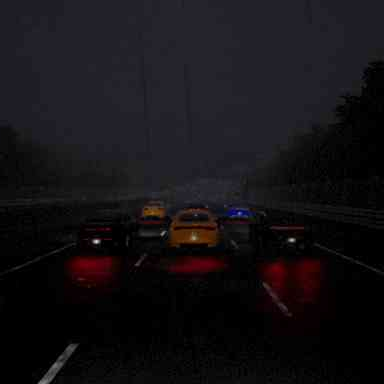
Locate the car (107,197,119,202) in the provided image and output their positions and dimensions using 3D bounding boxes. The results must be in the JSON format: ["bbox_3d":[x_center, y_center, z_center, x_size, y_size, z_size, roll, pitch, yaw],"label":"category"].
[{"bbox_3d":[-18.414,1.827,78.263,1.994,1.385,4.181,0,0,4],"label":"car"}]

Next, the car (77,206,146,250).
[{"bbox_3d":[-3.407,1.537,14.387,1.837,1.490,4.892,0,0,1],"label":"car"}]

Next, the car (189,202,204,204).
[{"bbox_3d":[0.373,1.606,29.233,1.837,1.490,4.892,0,0,1],"label":"car"}]

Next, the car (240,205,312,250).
[{"bbox_3d":[3.592,1.517,14.300,2.128,1.511,4.902,0,0,1],"label":"car"}]

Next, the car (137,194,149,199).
[{"bbox_3d":[-11.432,1.505,77.758,2.150,2.045,5.566,0,0,4],"label":"car"}]

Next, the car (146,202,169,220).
[{"bbox_3d":[-3.126,1.573,29.321,1.882,1.535,5.008,0,0,1],"label":"car"}]

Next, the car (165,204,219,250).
[{"bbox_3d":[0.092,1.506,14.344,1.882,1.535,5.008,0,0,1],"label":"car"}]

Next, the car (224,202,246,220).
[{"bbox_3d":[3.872,1.575,29.145,1.882,1.535,5.008,0,0,1],"label":"car"}]

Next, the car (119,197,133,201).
[{"bbox_3d":[-14.922,1.830,78.024,1.994,1.385,4.181,0,0,4],"label":"car"}]
